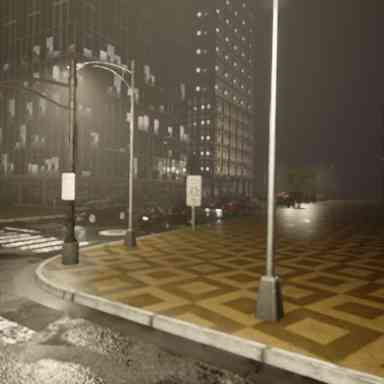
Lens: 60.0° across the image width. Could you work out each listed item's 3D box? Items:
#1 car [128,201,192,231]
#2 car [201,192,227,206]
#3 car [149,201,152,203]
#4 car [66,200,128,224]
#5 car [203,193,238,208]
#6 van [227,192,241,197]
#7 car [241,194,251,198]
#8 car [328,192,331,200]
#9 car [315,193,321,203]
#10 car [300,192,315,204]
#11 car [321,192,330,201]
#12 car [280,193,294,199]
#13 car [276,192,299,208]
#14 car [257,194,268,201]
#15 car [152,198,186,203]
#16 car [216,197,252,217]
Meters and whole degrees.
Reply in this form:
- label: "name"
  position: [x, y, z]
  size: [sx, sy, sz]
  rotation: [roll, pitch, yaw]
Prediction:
- label: "car"
  position: [-1.572, 1.518, 20.492]
  size: [1.947, 1.339, 4.313]
  rotation: [2, 1, 30]
- label: "car"
  position: [2.474, 1.068, 44.099]
  size: [1.967, 1.590, 4.097]
  rotation: [2, 1, 30]
- label: "car"
  position: [-3.216, 1.262, 34.325]
  size: [1.947, 1.339, 4.313]
  rotation: [2, 1, 30]
- label: "car"
  position: [-6.552, 1.326, 23.454]
  size: [1.837, 1.490, 4.892]
  rotation: [1, 1, 30]
- label: "car"
  position: [3.547, 1.226, 40.801]
  size: [1.812, 1.442, 4.674]
  rotation: [2, 1, 31]
- label: "van"
  position: [5.320, 0.935, 48.985]
  size: [1.690, 1.788, 3.998]
  rotation: [2, 1, 30]
- label: "car"
  position: [8.162, 1.000, 53.874]
  size: [1.967, 1.590, 4.097]
  rotation: [2, 1, 30]
- label: "car"
  position: [29.695, 0.894, 74.215]
  size: [2.192, 1.841, 5.009]
  rotation: [2, 1, 30]
- label: "car"
  position: [21.166, 1.120, 59.564]
  size: [1.967, 1.590, 4.097]
  rotation: [2, 1, 30]
- label: "car"
  position: [18.408, 1.239, 54.829]
  size: [1.752, 1.417, 4.829]
  rotation: [2, 1, 30]
- label: "car"
  position: [26.847, 1.194, 69.335]
  size: [1.802, 1.307, 4.206]
  rotation: [2, 1, 30]
- label: "car"
  position: [22.379, 0.941, 78.316]
  size: [2.008, 1.369, 4.403]
  rotation: [2, 1, 30]
- label: "car"
  position: [12.640, 1.222, 44.912]
  size: [1.967, 1.590, 4.097]
  rotation: [2, 1, 30]
- label: "car"
  position: [13.848, 1.037, 63.652]
  size: [1.887, 1.381, 4.507]
  rotation: [2, 1, 30]
- label: "car"
  position: [-1.556, 1.325, 32.052]
  size: [1.994, 1.385, 4.181]
  rotation: [1, 1, 30]
- label: "car"
  position: [4.112, 1.466, 30.261]
  size: [1.802, 1.307, 4.206]
  rotation: [2, 1, 30]
